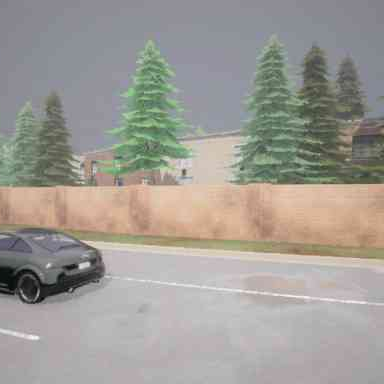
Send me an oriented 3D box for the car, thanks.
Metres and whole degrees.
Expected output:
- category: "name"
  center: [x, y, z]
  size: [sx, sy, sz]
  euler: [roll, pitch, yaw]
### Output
- category: "car"
  center: [-4.178, 1.564, 7.983]
  size: [4.181, 1.385, 1.994]
  euler: [0, 0, 22]
